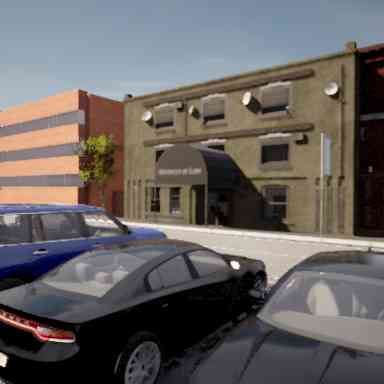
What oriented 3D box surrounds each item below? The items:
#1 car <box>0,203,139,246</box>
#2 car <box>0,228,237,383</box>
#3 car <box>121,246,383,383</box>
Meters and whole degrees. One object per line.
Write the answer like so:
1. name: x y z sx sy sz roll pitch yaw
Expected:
1. car: -2.741 1.256 6.987 2.435 2.045 5.566 0 0 36
2. car: -0.460 1.495 5.317 2.097 1.535 5.008 0 0 36
3. car: 1.845 1.483 3.683 2.097 1.535 5.008 0 0 36
